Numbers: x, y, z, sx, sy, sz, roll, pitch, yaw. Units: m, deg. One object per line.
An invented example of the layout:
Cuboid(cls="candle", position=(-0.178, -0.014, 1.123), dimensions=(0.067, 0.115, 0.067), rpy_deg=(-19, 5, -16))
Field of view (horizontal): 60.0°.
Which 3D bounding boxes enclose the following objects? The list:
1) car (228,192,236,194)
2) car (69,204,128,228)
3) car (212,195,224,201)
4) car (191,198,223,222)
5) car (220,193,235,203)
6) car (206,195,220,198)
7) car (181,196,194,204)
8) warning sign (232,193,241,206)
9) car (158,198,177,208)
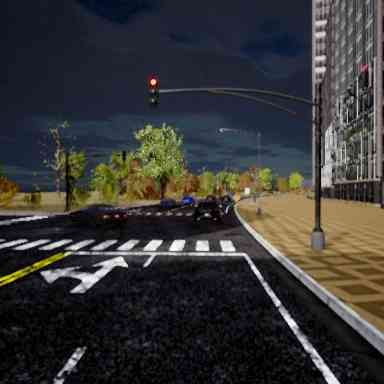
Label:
Cuboid(cls="car", position=(9.655, 1.046, 80.434), dimensions=(2.150, 2.045, 5.566), rpy_deg=(0, 0, 14))
Cuboid(cls="car", position=(-6.337, 1.527, 22.216), dimensions=(2.033, 1.411, 5.357), rpy_deg=(0, 0, -43))
Cuboid(cls="car", position=(6.384, 1.340, 80.728), dimensions=(2.033, 1.411, 5.357), rpy_deg=(0, 0, 14))
Cuboid(cls="car", position=(1.256, 1.456, 25.809), dimensions=(1.882, 1.535, 5.008), rpy_deg=(0, 0, 4))
Cuboid(cls="car", position=(7.450, 1.429, 70.424), dimensions=(1.882, 1.535, 5.008), rpy_deg=(0, 0, 12))
Cuboid(cls="car", position=(4.170, 1.424, 70.615), dimensions=(1.882, 1.535, 5.008), rpy_deg=(0, 0, 12))
Cuboid(cls="car", position=(-0.781, 1.432, 62.154), dimensions=(1.882, 1.535, 5.008), rpy_deg=(0, 0, 11))
Cuboid(cls="warning sign", position=(6.505, 1.081, 48.450), dimensions=(1.300, 1.860, 1.060), rpy_deg=(0, 0, 8))
Cuboid(cls="car", position=(-3.292, 1.510, 46.369), dimensions=(2.033, 1.411, 5.357), rpy_deg=(0, 0, 8))
